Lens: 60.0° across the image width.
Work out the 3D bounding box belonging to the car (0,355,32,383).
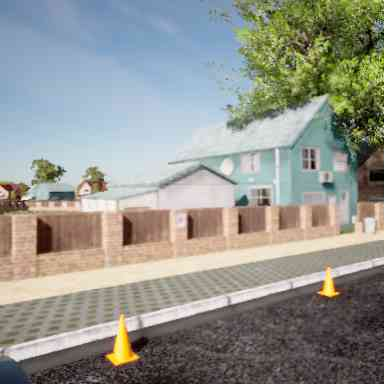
[{"bbox_3d":[-2.828,1.495,0.570,4.902,1.511,2.128,0,0,-35],"label":"car"}]

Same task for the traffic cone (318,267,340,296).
[{"bbox_3d":[3.091,1.993,7.504,0.340,0.580,0.340,0,0,-36],"label":"traffic cone"}]

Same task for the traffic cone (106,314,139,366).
[{"bbox_3d":[-0.955,1.978,4.565,0.340,0.580,0.340,0,0,-36],"label":"traffic cone"}]
